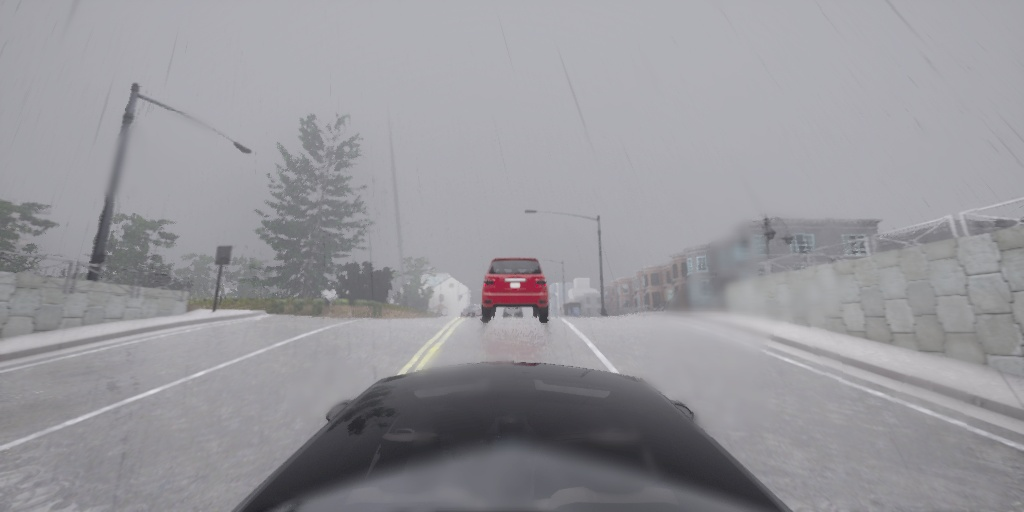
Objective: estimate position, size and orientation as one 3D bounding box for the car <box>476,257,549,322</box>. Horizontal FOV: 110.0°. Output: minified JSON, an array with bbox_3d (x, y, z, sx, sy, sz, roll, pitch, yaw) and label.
[{"bbox_3d":[0.097,1.295,13.387,2.150,2.045,5.566,0,-7,0],"label":"car"}]

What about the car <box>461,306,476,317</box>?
[{"bbox_3d":[-3.602,5.441,33.838,1.994,1.385,4.181,0,-11,0],"label":"car"}]
